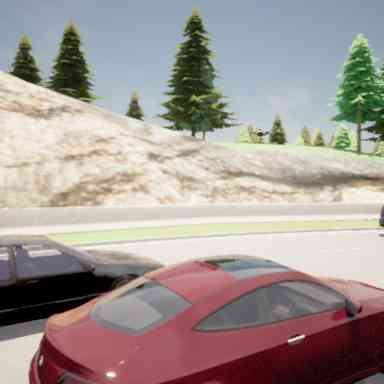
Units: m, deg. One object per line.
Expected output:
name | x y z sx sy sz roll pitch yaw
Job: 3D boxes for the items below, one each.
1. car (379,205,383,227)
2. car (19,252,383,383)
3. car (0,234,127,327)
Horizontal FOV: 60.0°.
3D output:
car | 11.723 1.106 15.746 5.566 2.045 2.150 0 0 -12
car | 0.715 1.485 3.865 4.674 1.442 1.812 0 0 -32
car | -3.026 1.470 5.765 5.357 1.411 2.033 0 1 -33
